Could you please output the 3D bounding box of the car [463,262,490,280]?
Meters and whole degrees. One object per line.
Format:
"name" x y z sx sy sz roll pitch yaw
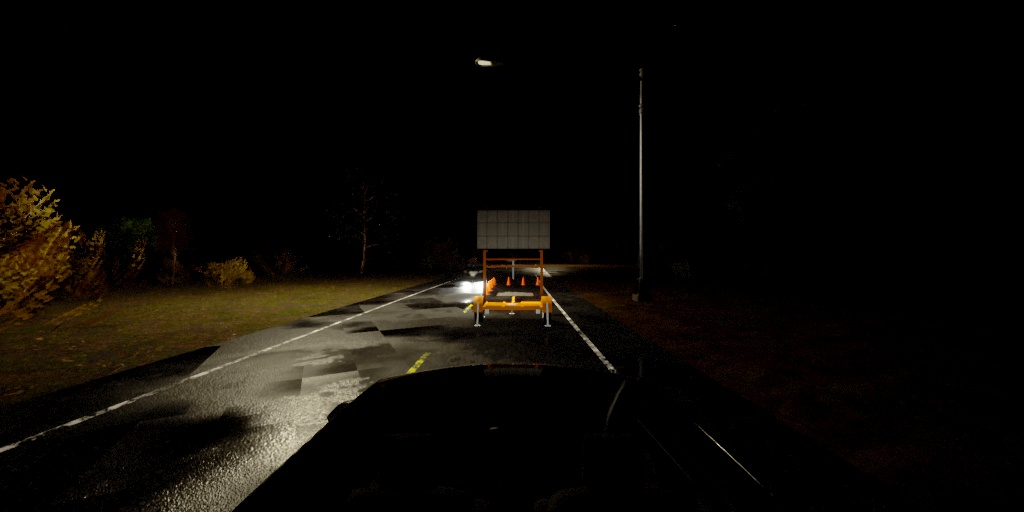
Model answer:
"car" -2.983 1.238 30.643 2.128 1.511 4.902 0 0 2

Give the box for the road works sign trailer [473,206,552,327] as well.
"road works sign trailer" 0.039 0.214 11.580 2.380 3.560 2.880 0 0 1
